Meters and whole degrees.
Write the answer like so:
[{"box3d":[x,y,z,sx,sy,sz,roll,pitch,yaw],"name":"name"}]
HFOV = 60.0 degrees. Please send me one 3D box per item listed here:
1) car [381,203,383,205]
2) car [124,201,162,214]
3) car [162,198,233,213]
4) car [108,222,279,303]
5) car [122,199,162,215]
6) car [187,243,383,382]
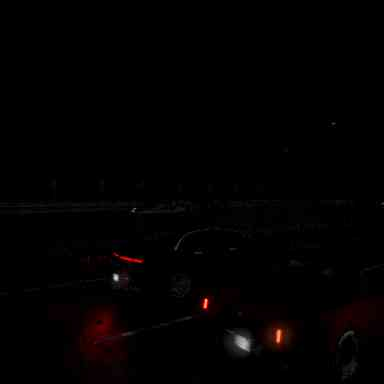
[{"box3d":[31.605,1.964,52.182,4.553,1.767,2.097,2,-1,-35],"name":"car"},{"box3d":[-2.174,1.576,23.915,4.674,1.442,1.812,0,0,-35],"name":"car"},{"box3d":[0.684,1.406,21.653,4.553,1.767,2.097,0,0,-35],"name":"car"},{"box3d":[0.384,1.526,8.309,4.892,1.490,1.837,0,0,-35],"name":"car"},{"box3d":[-3.408,1.406,27.333,4.553,1.767,2.097,0,0,-35],"name":"car"},{"box3d":[2.442,1.621,5.478,4.718,1.301,1.895,0,0,-35],"name":"car"}]
